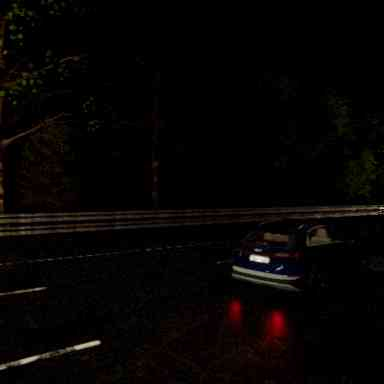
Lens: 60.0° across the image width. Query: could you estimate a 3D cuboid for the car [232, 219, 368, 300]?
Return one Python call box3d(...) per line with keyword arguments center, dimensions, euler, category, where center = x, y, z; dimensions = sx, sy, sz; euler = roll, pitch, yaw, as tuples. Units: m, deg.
box3d(center=(3.001, 1.542, 8.757), dimensions=(2.033, 1.649, 4.856), euler=(0, -1, 44), category="car")
